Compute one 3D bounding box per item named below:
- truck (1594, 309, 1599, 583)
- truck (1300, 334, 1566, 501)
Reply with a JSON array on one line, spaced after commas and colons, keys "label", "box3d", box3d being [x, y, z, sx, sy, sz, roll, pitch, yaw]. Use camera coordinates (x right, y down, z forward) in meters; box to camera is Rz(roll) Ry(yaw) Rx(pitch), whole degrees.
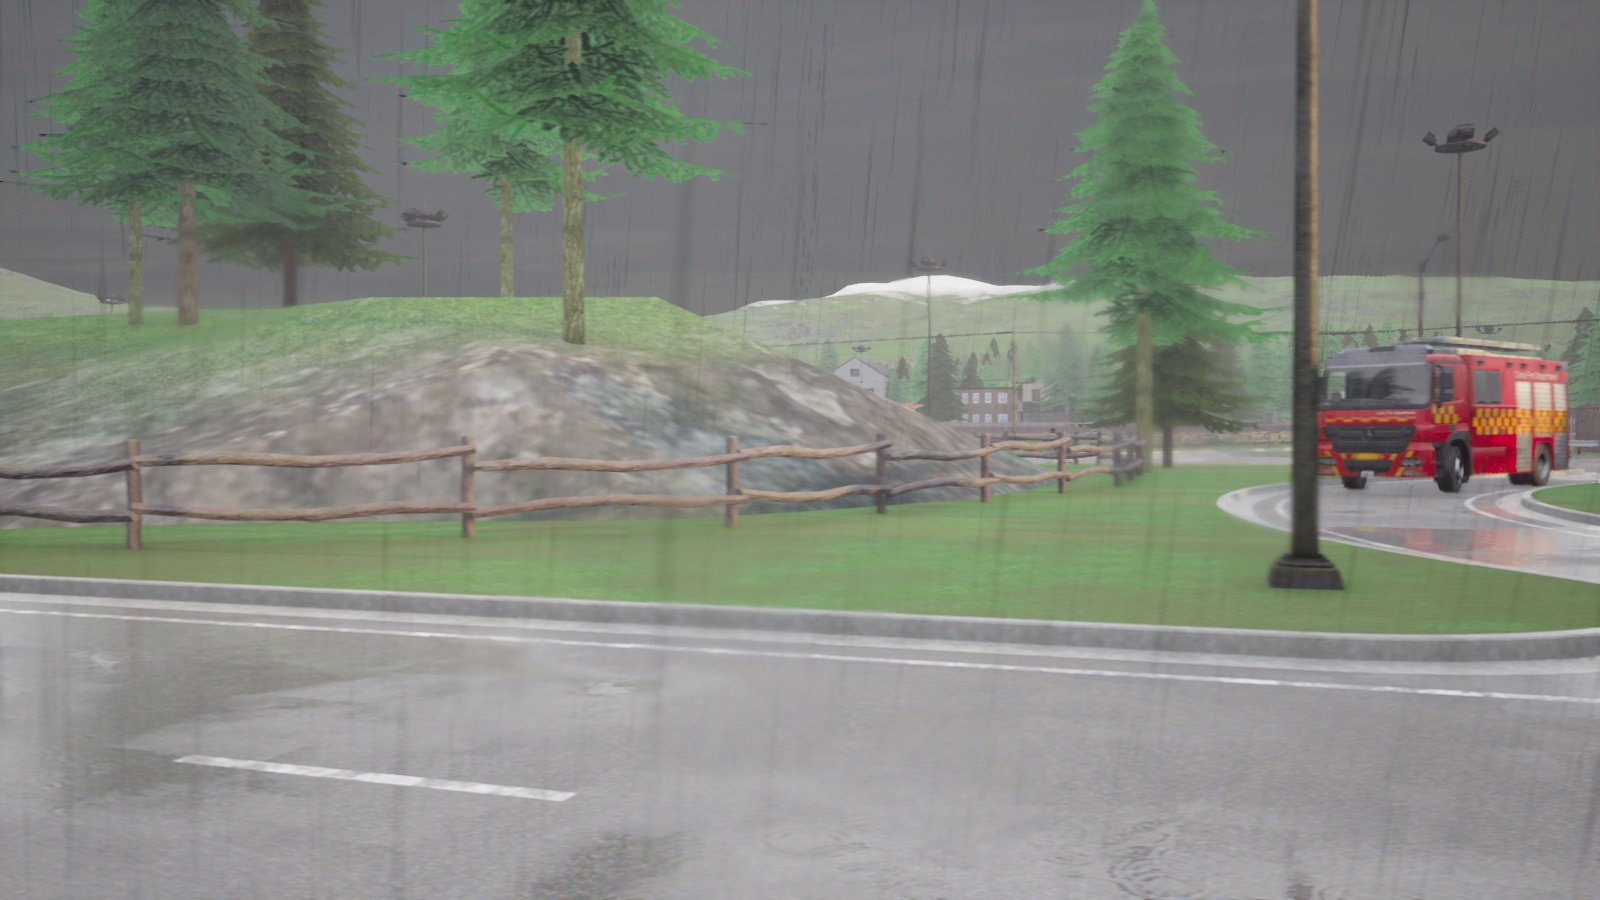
[{"label": "truck", "box3d": [10.534, -0.448, 9.126, 2.891, 3.827, 8.468, 0, 1, -12]}, {"label": "truck", "box3d": [16.593, -0.798, 32.596, 8.468, 3.827, 2.891, -1, 1, -39]}]
